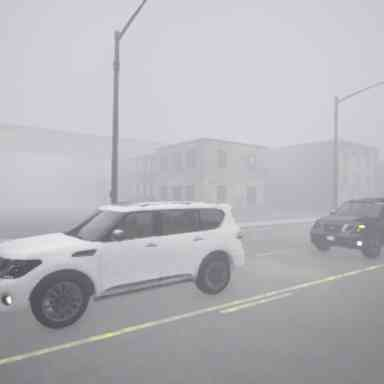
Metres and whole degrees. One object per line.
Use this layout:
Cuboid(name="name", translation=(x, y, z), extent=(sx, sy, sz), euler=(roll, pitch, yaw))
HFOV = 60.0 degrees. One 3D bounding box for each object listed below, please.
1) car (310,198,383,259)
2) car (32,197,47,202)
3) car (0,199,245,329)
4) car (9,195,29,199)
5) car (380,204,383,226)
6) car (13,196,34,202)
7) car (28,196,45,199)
Cuboid(name="car", translation=(7.161, 1.286, 13.379), extent=(5.566, 2.045, 2.150), euler=(0, 0, -35))
Cuboid(name="car", translation=(-35.361, 1.715, 77.217), extent=(1.853, 1.218, 4.536), euler=(1, -1, -5))
Cuboid(name="car", translation=(-1.302, 1.245, 7.354), extent=(5.566, 2.045, 2.150), euler=(0, 0, -35))
Cuboid(name="car", translation=(-39.088, 1.814, 77.091), extent=(4.974, 1.542, 2.038), euler=(1, -1, 25))
Cuboid(name="car", translation=(15.375, 1.579, 23.435), extent=(4.892, 1.490, 1.837), euler=(0, 0, -36))
Cuboid(name="car", translation=(-39.133, 1.657, 77.114), extent=(4.536, 1.218, 1.853), euler=(1, -1, 25))
Cuboid(name="car", translation=(-35.358, 1.872, 77.164), extent=(2.038, 1.542, 4.974), euler=(1, -1, -5))
